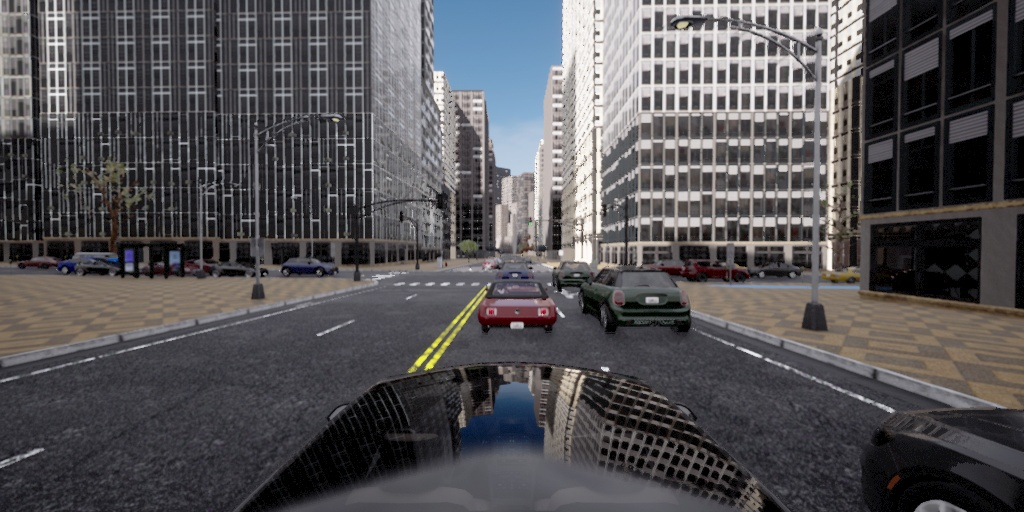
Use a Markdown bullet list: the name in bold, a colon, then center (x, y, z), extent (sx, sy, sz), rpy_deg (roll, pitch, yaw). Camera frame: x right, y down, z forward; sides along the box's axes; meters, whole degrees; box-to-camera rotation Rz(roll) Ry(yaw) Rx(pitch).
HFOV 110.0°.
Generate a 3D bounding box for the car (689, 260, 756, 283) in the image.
- **car**: center (16.305, 1.218, 29.036), extent (5.009, 1.841, 2.192), rpy_deg (0, 0, 1)

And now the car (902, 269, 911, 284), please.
- **car**: center (33.222, 1.632, 28.675), extent (4.207, 1.307, 1.802), rpy_deg (0, 0, 1)

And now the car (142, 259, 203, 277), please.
- **car**: center (-28.301, 1.090, 29.882), extent (4.207, 1.307, 1.802), rpy_deg (0, 0, 1)

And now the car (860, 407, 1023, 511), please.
- **car**: center (3.338, 1.258, 0.455), extent (1.837, 1.490, 4.892), rpy_deg (0, 0, 0)

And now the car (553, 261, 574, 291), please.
- **car**: center (3.573, 1.054, 21.285), extent (2.097, 1.767, 4.553), rpy_deg (0, 0, 3)

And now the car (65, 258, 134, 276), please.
- **car**: center (-33.981, 1.021, 30.079), extent (4.313, 1.339, 1.948), rpy_deg (0, 0, 1)

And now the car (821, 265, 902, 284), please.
- **car**: center (27.752, 1.527, 28.791), extent (4.829, 1.417, 1.751), rpy_deg (0, 0, 1)

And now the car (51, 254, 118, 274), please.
- **car**: center (-38.362, 0.846, 32.820), extent (5.008, 1.535, 1.882), rpy_deg (1, 1, 2)

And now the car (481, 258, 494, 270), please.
- **car**: center (-3.131, 1.153, 50.052), extent (1.812, 1.442, 4.674), rpy_deg (0, 0, 0)

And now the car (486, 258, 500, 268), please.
- **car**: center (-3.085, 1.146, 59.739), extent (2.033, 1.411, 5.357), rpy_deg (0, 0, 0)

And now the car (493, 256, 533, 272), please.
- **car**: center (0.179, 1.054, 21.467), extent (2.097, 1.767, 4.553), rpy_deg (0, 0, 0)

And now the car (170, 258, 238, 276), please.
- **car**: center (-27.890, 0.988, 32.563), extent (4.674, 1.442, 1.812), rpy_deg (1, 1, 2)

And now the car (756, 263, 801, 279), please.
- **car**: center (25.019, 1.380, 34.623), extent (4.892, 1.490, 1.837), rpy_deg (1, 1, 1)

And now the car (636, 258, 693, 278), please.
- **car**: center (14.758, 1.136, 34.899), extent (4.553, 1.767, 2.097), rpy_deg (1, 1, 3)

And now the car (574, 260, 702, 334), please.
- **car**: center (3.379, 1.080, 10.739), extent (2.097, 1.767, 4.553), rpy_deg (0, 0, 0)

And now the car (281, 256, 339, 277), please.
- **car**: center (-18.109, 0.904, 32.284), extent (4.553, 1.767, 2.097), rpy_deg (1, 1, 3)

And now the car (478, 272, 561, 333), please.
- **car**: center (0.133, 1.330, 10.617), extent (1.895, 1.301, 4.718), rpy_deg (0, 0, 0)

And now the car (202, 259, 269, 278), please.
- **car**: center (-22.618, 1.125, 29.725), extent (4.313, 1.339, 1.948), rpy_deg (0, 0, 1)

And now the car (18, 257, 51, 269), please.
- **car**: center (-50.818, 0.731, 38.924), extent (4.207, 1.307, 1.802), rpy_deg (0, 0, 1)
